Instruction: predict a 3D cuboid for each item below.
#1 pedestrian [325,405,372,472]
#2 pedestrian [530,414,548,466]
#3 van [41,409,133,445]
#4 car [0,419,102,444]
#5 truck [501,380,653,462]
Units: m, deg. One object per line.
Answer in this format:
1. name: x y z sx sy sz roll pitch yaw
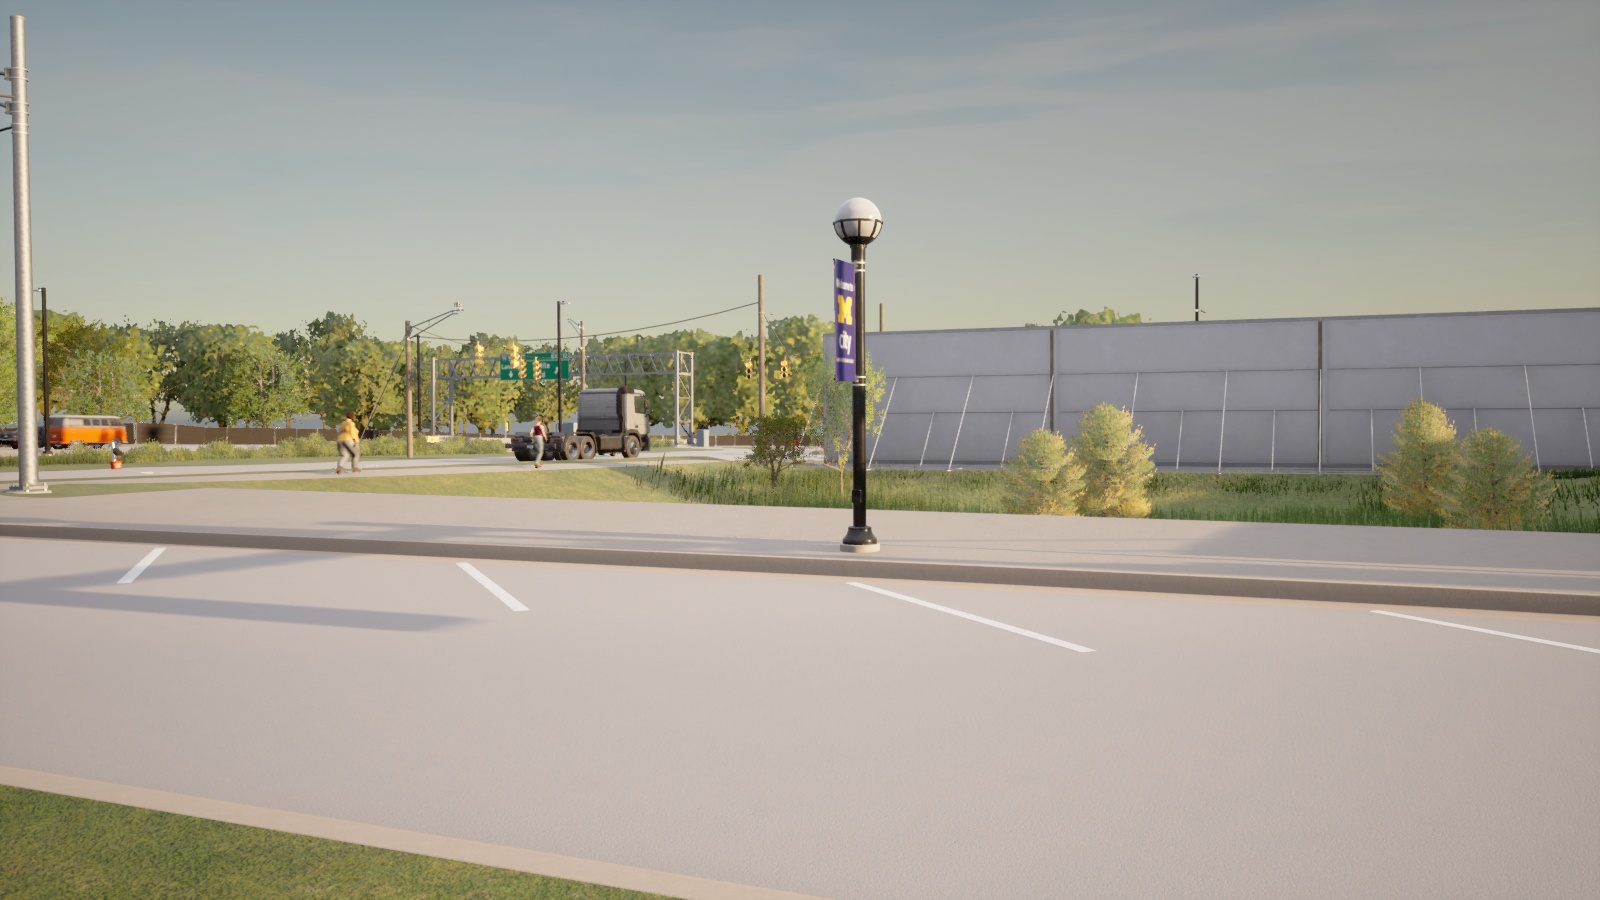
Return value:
1. pedestrian: -12.812 -0.334 35.647 0.874 1.855 0.900 1 2 23
2. pedestrian: -9.156 -0.360 44.034 0.345 1.836 0.594 1 2 22
3. van: -41.204 -1.321 72.660 1.775 1.987 4.442 1 0 23
4. car: -44.377 -1.066 74.152 2.033 1.411 5.357 1 0 23
5. truck: -9.984 -1.305 57.264 2.891 3.462 7.936 1 1 24
